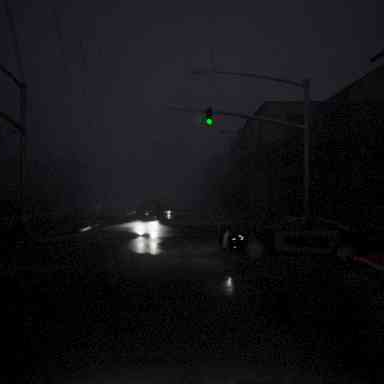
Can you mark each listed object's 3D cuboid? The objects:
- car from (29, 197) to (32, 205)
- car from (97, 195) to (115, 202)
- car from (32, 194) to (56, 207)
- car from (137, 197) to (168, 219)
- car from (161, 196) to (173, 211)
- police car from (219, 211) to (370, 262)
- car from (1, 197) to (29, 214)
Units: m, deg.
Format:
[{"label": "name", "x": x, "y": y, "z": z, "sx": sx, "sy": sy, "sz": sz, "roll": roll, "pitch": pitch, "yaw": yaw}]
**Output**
[{"label": "car", "x": -25.918, "y": 1.543, "z": 52.149, "sx": 1.970, "sy": 1.475, "sz": 3.806, "roll": 0, "pitch": 0, "yaw": 0}, {"label": "car", "x": -22.122, "y": 1.657, "z": 85.547, "sx": 4.611, "sy": 1.667, "sz": 2.242, "roll": 0, "pitch": 0, "yaw": 0}, {"label": "car", "x": -22.592, "y": 1.259, "z": 51.545, "sx": 1.905, "sy": 1.878, "sz": 3.866, "roll": 0, "pitch": 0, "yaw": 0}, {"label": "car", "x": -3.571, "y": 1.487, "z": 28.823, "sx": 2.128, "sy": 1.511, "sz": 4.902, "roll": 0, "pitch": 0, "yaw": 0}, {"label": "car", "x": -3.558, "y": 1.345, "z": 41.148, "sx": 2.097, "sy": 1.767, "sz": 4.553, "roll": 0, "pitch": 0, "yaw": 0}, {"label": "police car", "x": 3.661, "y": 1.535, "z": 12.181, "sx": 5.238, "sy": 1.638, "sz": 1.930, "roll": 2, "pitch": 0, "yaw": 0}, {"label": "car", "x": -18.897, "y": 1.484, "z": 33.674, "sx": 2.007, "sy": 1.523, "sz": 4.514, "roll": 0, "pitch": 0, "yaw": 0}]
